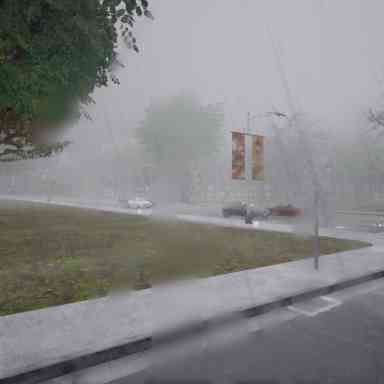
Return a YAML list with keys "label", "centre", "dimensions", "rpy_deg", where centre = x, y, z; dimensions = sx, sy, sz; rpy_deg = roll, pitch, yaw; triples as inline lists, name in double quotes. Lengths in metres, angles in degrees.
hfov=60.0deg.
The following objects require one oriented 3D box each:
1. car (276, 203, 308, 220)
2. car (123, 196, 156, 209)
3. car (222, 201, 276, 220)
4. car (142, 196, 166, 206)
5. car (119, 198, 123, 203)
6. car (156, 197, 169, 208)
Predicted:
- label: "car"
  centre: [8.588, 1.584, 27.810]
  dimensions: [1.895, 1.301, 4.718]
  rpy_deg: [0, 0, -36]
- label: "car"
  centre: [-7.027, 1.500, 44.156]
  dimensions: [1.812, 1.442, 4.674]
  rpy_deg: [0, 0, -35]
- label: "car"
  centre: [4.429, 1.511, 28.048]
  dimensions: [1.812, 1.442, 4.674]
  rpy_deg: [0, 0, -36]
- label: "car"
  centre: [-6.296, 1.489, 54.628]
  dimensions: [1.812, 1.442, 4.674]
  rpy_deg: [0, 0, -36]
- label: "car"
  centre: [-12.288, 1.487, 63.041]
  dimensions: [1.812, 1.442, 4.674]
  rpy_deg: [0, 0, -35]
- label: "car"
  centre: [-5.410, 1.517, 47.508]
  dimensions: [2.033, 1.411, 5.357]
  rpy_deg: [0, 0, -35]
